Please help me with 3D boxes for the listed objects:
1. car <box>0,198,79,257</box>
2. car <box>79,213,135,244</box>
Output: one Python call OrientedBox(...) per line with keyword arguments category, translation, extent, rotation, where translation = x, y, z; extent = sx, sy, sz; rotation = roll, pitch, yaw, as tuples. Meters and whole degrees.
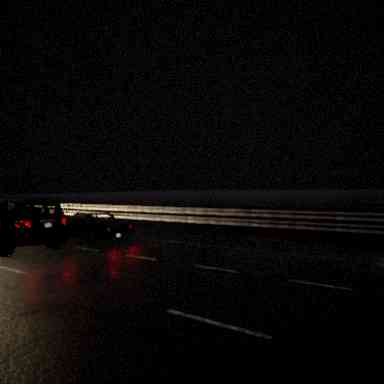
OrientedBox(category="car", translation=(-7.310, 1.270, 13.458), extent=(5.566, 2.045, 2.150), rotation=(0, 0, 36))
OrientedBox(category="car", translation=(-5.084, 1.647, 16.165), extent=(4.718, 1.301, 1.895), rotation=(0, 0, 36))
